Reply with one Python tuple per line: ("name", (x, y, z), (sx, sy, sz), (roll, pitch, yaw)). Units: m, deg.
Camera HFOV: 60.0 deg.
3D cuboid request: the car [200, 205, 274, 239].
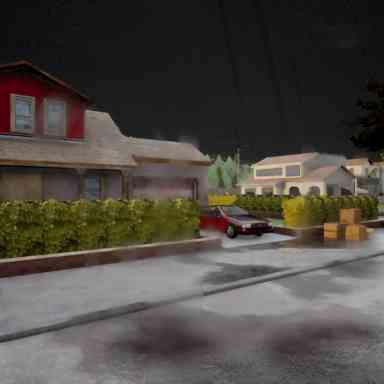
("car", (1.530, 1.356, 16.517), (2.033, 1.415, 5.357), (0, 0, -33))
